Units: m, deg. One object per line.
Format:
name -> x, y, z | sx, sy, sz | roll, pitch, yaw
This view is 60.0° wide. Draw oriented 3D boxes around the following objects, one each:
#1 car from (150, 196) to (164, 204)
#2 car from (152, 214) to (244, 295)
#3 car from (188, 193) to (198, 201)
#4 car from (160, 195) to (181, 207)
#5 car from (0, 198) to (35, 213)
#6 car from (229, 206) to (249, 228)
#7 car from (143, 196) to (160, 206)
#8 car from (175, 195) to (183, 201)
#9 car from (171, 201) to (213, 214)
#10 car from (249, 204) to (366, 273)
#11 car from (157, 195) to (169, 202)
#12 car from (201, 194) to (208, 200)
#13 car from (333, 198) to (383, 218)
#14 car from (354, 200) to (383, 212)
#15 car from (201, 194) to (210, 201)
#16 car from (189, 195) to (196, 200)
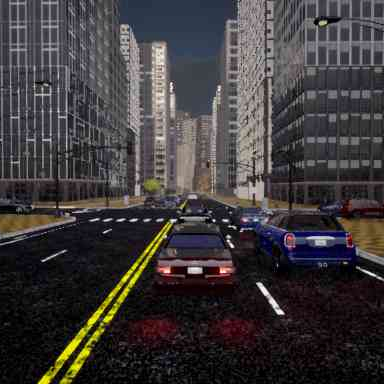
car -> -6.412, 1.499, 62.263 | 2.033, 1.411, 5.357 | 0, 0, 0
car -> 0.114, 1.544, 8.860 | 2.033, 1.411, 5.357 | 0, 0, 1
car -> 0.197, 1.149, 82.695 | 2.150, 2.045, 5.566 | 0, 0, 0
car -> -3.201, 1.317, 50.541 | 2.097, 1.767, 4.553 | 0, 0, -1
car -> -18.747, 1.340, 34.127 | 4.902, 1.511, 2.128 | 1, 1, 1
car -> 3.398, 1.537, 20.213 | 2.033, 1.411, 5.357 | 0, 0, 0
car -> -6.469, 1.468, 52.383 | 1.837, 1.490, 4.892 | 0, 0, 0
car -> -3.061, 1.429, 79.515 | 1.837, 1.490, 4.892 | 0, 0, 0
car -> 0.144, 1.482, 18.605 | 2.128, 1.511, 4.902 | 0, 0, 0
car -> 3.374, 1.348, 10.828 | 2.097, 1.767, 4.553 | 0, 0, 0
car -> -6.327, 1.478, 72.933 | 2.033, 1.411, 5.357 | 0, 0, 0
car -> 3.473, 1.407, 93.348 | 1.837, 1.490, 4.892 | 0, 0, 0
car -> 16.274, 1.519, 30.880 | 5.009, 1.841, 2.192 | 1, 0, 1
car -> 21.903, 1.642, 39.153 | 4.829, 1.417, 1.752 | 1, 0, 1
car -> 3.444, 1.522, 81.029 | 1.895, 1.301, 4.718 | 0, 0, 0
car -> 0.222, 1.503, 93.031 | 1.895, 1.301, 4.718 | 0, 0, 0
